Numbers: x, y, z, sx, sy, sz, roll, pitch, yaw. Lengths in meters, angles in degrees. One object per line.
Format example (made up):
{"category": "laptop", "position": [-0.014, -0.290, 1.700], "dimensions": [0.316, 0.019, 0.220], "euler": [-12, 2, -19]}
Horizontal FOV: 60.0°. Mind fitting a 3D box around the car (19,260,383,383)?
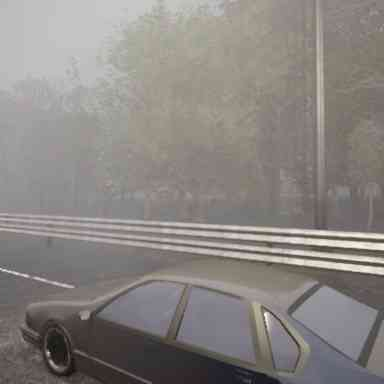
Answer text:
{"category": "car", "position": [0.184, 1.569, 3.859], "dimensions": [5.357, 1.411, 2.033], "euler": [-1, 0, 36]}
